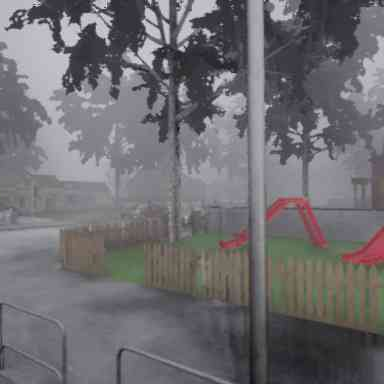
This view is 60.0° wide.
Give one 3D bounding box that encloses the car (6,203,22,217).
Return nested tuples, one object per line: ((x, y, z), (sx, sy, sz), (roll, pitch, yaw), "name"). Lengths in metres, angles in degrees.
((-18.252, 1.742, 31.983), (4.181, 1.381, 1.994), (-1, -1, 35), "car")

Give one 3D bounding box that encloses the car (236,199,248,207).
((7.799, 1.762, 46.107), (2.128, 1.511, 4.902), (-1, -1, 36), "car")

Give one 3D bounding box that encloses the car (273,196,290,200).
((25.209, 1.764, 92.221), (5.357, 1.415, 2.033), (-1, -1, 35), "car")

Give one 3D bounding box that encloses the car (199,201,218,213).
((1.733, 1.763, 37.643), (2.128, 1.511, 4.902), (-1, -1, 35), "car")

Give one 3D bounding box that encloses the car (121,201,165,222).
((-4.121, 1.622, 29.436), (2.097, 1.767, 4.553), (-1, -1, 35), "car")
